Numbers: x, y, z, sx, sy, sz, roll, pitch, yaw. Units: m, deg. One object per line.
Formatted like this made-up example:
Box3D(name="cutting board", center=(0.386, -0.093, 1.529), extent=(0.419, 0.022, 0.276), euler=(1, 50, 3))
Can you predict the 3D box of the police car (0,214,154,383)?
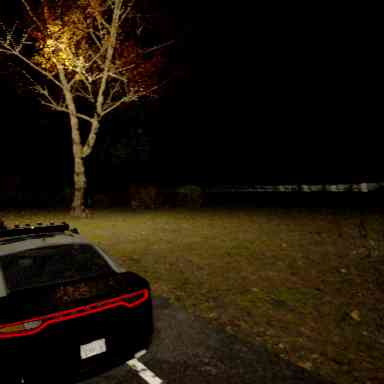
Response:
Box3D(name="police car", center=(-2.574, 1.329, 5.321), extent=(1.930, 1.638, 5.238), euler=(-3, 2, -38))
